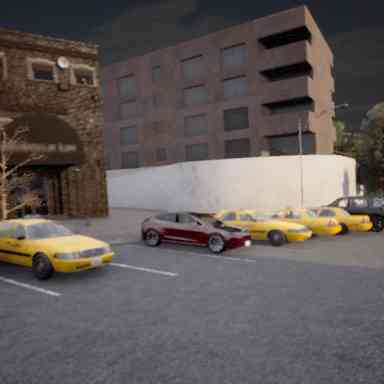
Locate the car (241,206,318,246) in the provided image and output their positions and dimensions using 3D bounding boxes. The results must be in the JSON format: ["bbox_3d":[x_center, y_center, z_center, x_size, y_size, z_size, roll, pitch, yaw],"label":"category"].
[{"bbox_3d":[2.647,1.485,15.273,5.366,1.575,1.946,-1,-1,34],"label":"car"}]

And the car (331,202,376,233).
[{"bbox_3d":[7.196,1.521,18.978,5.366,1.575,1.946,-1,-1,34],"label":"car"}]

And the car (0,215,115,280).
[{"bbox_3d":[-4.646,1.486,10.044,5.366,1.575,1.946,-1,-1,35],"label":"car"}]

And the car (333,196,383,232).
[{"bbox_3d":[9.752,1.297,20.640,5.566,2.045,2.435,-1,-1,34],"label":"car"}]

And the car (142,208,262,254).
[{"bbox_3d":[0.091,1.515,13.616,4.792,1.488,2.163,-1,-1,34],"label":"car"}]

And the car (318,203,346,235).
[{"bbox_3d":[4.770,1.503,17.227,5.366,1.575,1.946,-1,-1,34],"label":"car"}]
